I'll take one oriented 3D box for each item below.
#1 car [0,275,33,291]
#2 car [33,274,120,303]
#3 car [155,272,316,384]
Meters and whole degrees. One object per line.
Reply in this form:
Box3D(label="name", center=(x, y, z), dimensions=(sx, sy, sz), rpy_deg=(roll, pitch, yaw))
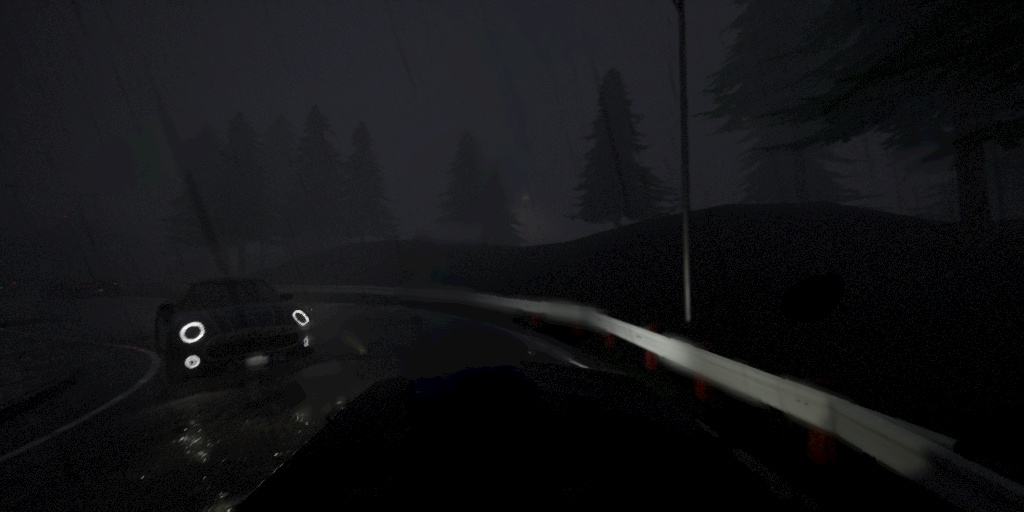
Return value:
Box3D(label="car", center=(-40.287, 2.168, 29.162), dimensions=(1.895, 1.301, 4.718), rpy_deg=(-2, 0, -36))
Box3D(label="car", center=(-25.353, 1.821, 21.052), dimensions=(5.008, 1.535, 1.882), rpy_deg=(-1, 0, 22))
Box3D(label="car", center=(-5.983, 1.236, 7.602), dimensions=(4.553, 1.767, 2.097), rpy_deg=(-1, 0, 42))
